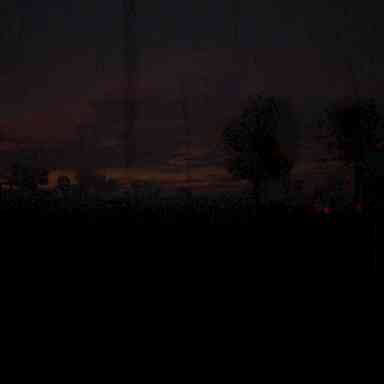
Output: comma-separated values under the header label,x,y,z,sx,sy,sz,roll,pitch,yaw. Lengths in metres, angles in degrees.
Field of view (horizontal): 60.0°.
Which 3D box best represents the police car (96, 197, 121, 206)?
label,x,y,z,sx,sy,sz,roll,pitch,yaw
police car,-15.627,1.826,62.331,1.930,1.638,5.238,-1,-1,36
